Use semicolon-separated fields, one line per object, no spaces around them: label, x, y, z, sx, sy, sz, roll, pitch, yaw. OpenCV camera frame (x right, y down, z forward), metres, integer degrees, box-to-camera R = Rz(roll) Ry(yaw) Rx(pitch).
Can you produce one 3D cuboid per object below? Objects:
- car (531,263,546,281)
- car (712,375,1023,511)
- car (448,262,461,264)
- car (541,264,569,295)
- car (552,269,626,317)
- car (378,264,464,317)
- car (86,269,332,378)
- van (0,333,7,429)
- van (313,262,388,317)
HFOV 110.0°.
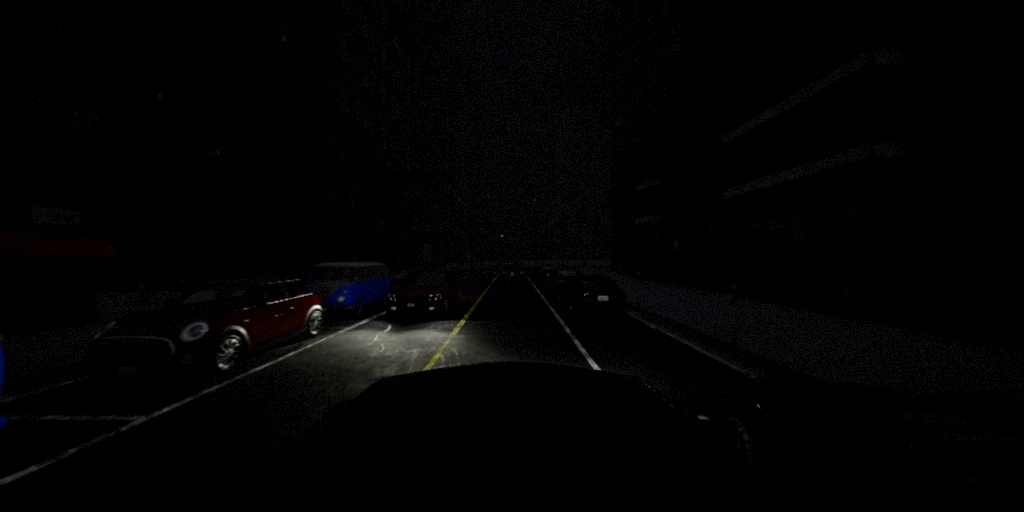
car;2.762;1.340;29.795;1.802;1.307;4.207;0;0;0
car;2.764;1.332;1.748;1.802;1.307;4.207;0;0;0
car;-5.764;1.309;29.796;2.007;1.370;4.403;0;0;0
car;2.763;1.302;18.577;1.888;1.381;4.507;0;0;0
car;2.763;1.321;12.967;1.948;1.339;4.313;0;0;0
car;-3.100;1.233;13.500;1.882;1.535;5.008;0;0;0
car;-5.762;1.193;7.359;1.967;1.591;4.097;0;0;0
van;-5.762;1.091;1.749;1.690;1.789;3.998;0;0;0
van;-5.762;1.096;12.967;1.690;1.789;3.998;0;0;0
